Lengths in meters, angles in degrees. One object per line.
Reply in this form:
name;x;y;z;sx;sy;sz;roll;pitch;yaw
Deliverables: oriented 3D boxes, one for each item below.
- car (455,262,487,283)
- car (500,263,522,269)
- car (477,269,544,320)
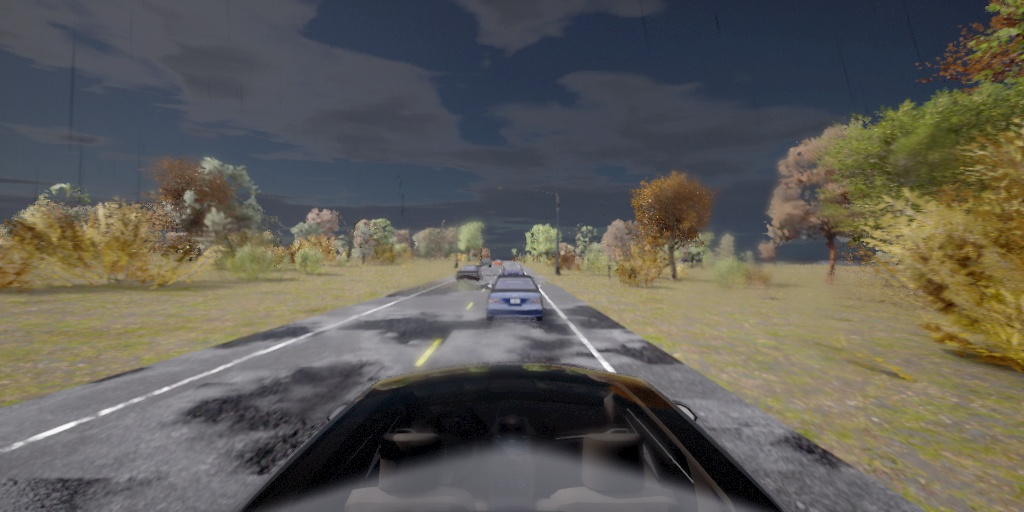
car;-3.598;1.470;30.861;2.033;1.411;5.357;0;0;0
car;0.100;1.526;31.281;1.895;1.301;4.718;0;0;0
car;0.096;1.362;12.829;2.033;1.411;5.357;0;0;0
